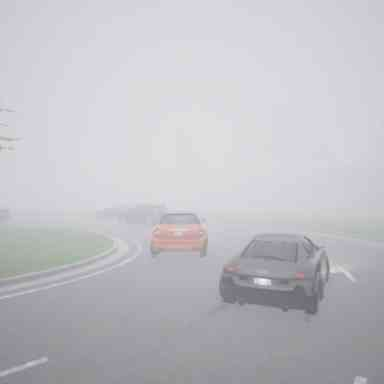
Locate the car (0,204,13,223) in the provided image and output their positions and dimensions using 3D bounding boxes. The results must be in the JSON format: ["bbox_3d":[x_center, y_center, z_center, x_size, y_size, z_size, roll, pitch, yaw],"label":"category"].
[{"bbox_3d":[-17.376,1.844,27.442,4.902,1.511,2.128,0,-1,16],"label":"car"}]

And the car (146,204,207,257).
[{"bbox_3d":[-0.480,1.542,14.028,2.097,1.767,4.553,0,-1,0],"label":"car"}]

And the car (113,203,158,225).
[{"bbox_3d":[-3.686,1.699,26.022,4.553,1.767,2.097,-1,-1,40],"label":"car"}]

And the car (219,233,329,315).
[{"bbox_3d":[2.148,1.677,8.044,1.994,1.385,4.181,0,-1,24],"label":"car"}]

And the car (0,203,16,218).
[{"bbox_3d":[-21.758,1.990,36.207,4.674,1.442,1.812,0,-1,19],"label":"car"}]

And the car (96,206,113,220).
[{"bbox_3d":[-6.818,1.909,31.641,4.902,1.511,2.128,-1,-1,22],"label":"car"}]
